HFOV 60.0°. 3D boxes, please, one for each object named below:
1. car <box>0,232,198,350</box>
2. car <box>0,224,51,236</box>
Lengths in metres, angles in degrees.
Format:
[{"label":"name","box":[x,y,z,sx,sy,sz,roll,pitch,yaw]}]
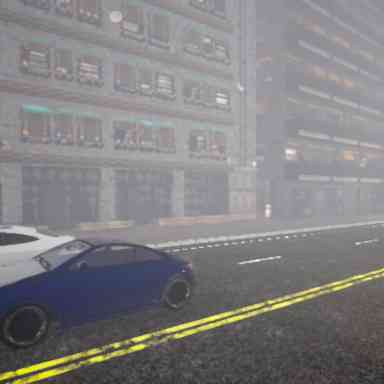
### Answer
[{"label":"car","box":[-1.935,1.585,6.300,4.181,1.385,1.994,0,0,-35]},{"label":"car","box":[-5.118,1.543,8.022,4.674,1.442,1.812,1,0,-35]}]
